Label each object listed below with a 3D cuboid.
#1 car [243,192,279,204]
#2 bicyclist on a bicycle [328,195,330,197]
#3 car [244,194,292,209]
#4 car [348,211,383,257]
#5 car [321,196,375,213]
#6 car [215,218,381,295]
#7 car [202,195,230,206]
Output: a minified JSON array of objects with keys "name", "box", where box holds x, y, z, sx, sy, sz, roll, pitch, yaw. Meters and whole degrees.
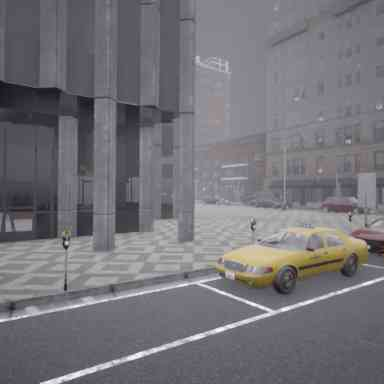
[{"name":"car","box":[9.290,0.967,44.249,2.150,2.045,5.566,1,0,-35]},{"name":"bicyclist on a bicycle","box":[16.343,1.149,39.501,1.656,1.620,0.582,0,0,-35]},{"name":"car","box":[9.065,1.299,38.993,2.033,1.411,5.357,1,0,-36]},{"name":"car","box":[7.520,1.544,12.122,4.507,1.381,1.887,0,1,-36]},{"name":"car","box":[14.578,1.190,31.177,2.097,1.767,4.553,1,0,-35]},{"name":"car","box":[2.803,1.525,8.756,4.829,1.417,1.752,0,1,-36]},{"name":"car","box":[3.392,1.153,47.060,2.128,1.511,4.902,1,0,-35]}]
